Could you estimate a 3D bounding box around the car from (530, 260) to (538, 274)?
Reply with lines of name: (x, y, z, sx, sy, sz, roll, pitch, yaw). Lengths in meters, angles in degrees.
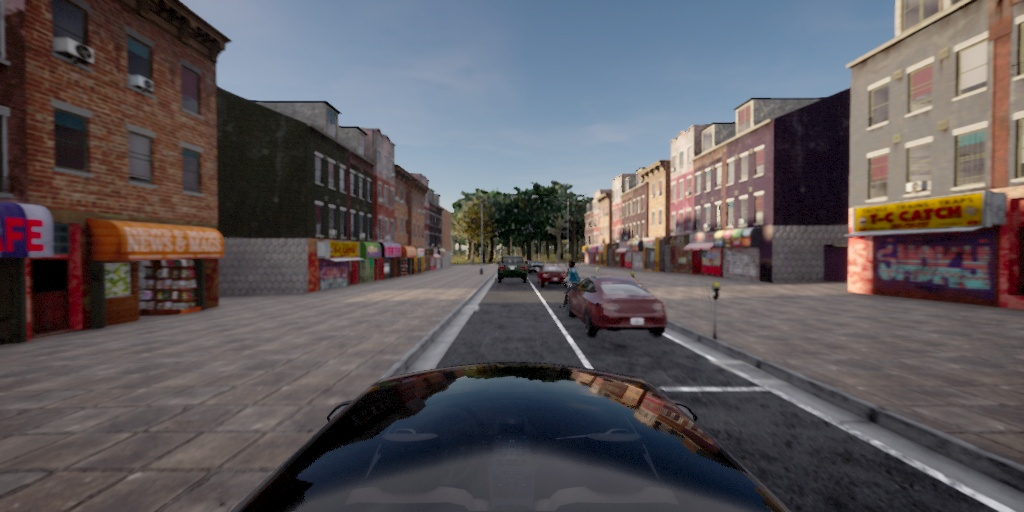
car: (2.659, 1.307, 40.330, 1.948, 1.339, 4.313, 0, 0, 0)

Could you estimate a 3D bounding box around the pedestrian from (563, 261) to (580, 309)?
pedestrian: (2.180, 1.036, 13.011, 0.375, 1.860, 0.375, -1, 1, 0)

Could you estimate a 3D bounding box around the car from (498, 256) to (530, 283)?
car: (0.050, 0.982, 28.151, 2.150, 2.045, 5.566, 0, 0, 1)

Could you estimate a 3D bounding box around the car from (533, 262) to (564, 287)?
car: (2.649, 1.283, 24.111, 1.888, 1.381, 4.507, 0, 0, 0)

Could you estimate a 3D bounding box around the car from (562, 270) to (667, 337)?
car: (2.754, 1.271, 10.186, 1.812, 1.442, 4.674, 0, 0, 0)
